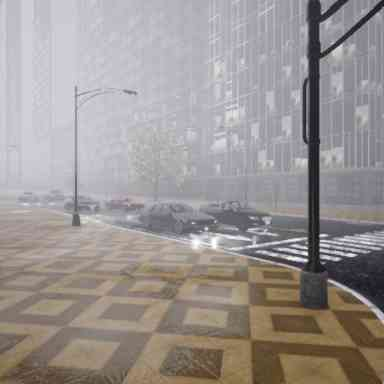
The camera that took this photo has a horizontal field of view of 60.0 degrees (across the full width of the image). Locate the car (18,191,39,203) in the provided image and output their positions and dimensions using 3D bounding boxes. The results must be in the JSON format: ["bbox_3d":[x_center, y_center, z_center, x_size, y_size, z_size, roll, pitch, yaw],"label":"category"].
[{"bbox_3d":[-21.988,0.646,44.740,1.812,1.442,4.674,0,1,-38],"label":"car"}]

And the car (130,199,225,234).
[{"bbox_3d":[-0.953,1.289,17.700,2.033,1.411,5.357,0,1,-38],"label":"car"}]

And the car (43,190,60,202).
[{"bbox_3d":[-19.199,0.465,46.441,2.097,1.767,4.553,0,1,-38],"label":"car"}]

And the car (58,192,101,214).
[{"bbox_3d":[-9.460,0.980,28.548,2.128,1.511,4.902,0,1,-38],"label":"car"}]

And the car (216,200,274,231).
[{"bbox_3d":[2.330,1.250,18.784,2.128,1.511,4.902,0,1,-38],"label":"car"}]

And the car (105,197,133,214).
[{"bbox_3d":[-5.864,1.115,29.225,1.895,1.301,4.718,0,1,-38],"label":"car"}]
